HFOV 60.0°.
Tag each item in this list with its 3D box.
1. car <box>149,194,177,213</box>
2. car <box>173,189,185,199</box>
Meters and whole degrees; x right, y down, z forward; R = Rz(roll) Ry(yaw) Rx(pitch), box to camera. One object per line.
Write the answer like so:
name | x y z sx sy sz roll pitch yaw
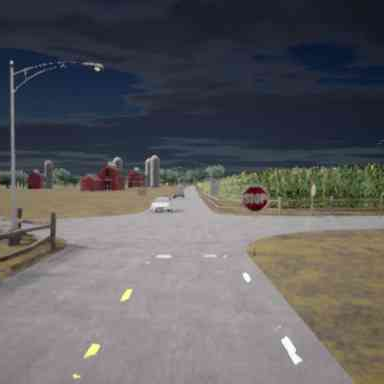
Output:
car | -2.742 1.212 31.419 1.812 1.442 4.674 0 2 3
car | -2.695 0.351 70.799 2.150 2.045 5.566 0 1 0
